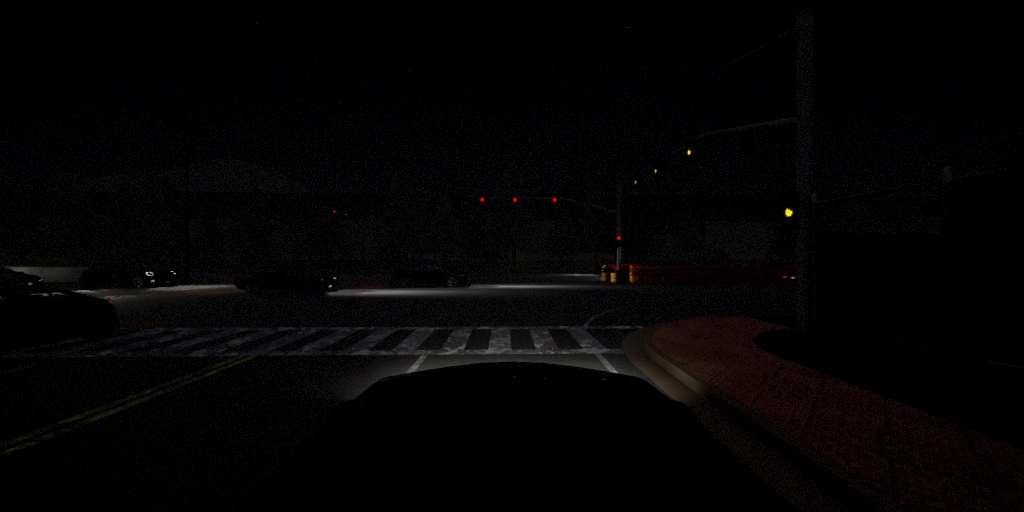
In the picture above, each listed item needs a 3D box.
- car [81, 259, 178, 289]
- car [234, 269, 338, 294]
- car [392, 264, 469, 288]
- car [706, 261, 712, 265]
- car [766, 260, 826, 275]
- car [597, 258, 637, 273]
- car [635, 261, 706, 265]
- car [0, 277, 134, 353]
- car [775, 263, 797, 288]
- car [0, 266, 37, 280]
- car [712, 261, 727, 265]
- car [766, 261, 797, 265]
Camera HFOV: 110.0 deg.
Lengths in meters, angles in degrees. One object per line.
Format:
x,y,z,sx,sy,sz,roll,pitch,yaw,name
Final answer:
-24.197,1.097,22.809,4.553,1.767,2.097,0,0,-2,car
-12.234,1.351,19.681,4.718,1.301,1.895,0,0,-2,car
-5.288,1.241,23.399,4.902,1.511,2.128,0,0,-2,car
16.349,1.276,34.779,4.674,1.442,1.812,0,0,-2,car
30.583,1.242,38.719,4.902,1.511,2.128,0,0,-2,car
11.415,1.102,38.128,4.553,1.767,2.097,0,0,-2,car
13.705,1.255,31.196,4.892,1.490,1.837,0,0,-2,car
-10.687,1.314,7.186,1.994,1.385,4.181,0,0,-7,car
18.635,1.297,20.646,5.357,1.411,2.033,0,0,-2,car
-24.826,1.225,15.783,5.008,1.535,1.882,0,0,-2,car
20.532,1.255,38.413,4.892,1.490,1.837,0,0,-2,car
22.960,1.351,31.485,4.718,1.301,1.895,0,0,-2,car
